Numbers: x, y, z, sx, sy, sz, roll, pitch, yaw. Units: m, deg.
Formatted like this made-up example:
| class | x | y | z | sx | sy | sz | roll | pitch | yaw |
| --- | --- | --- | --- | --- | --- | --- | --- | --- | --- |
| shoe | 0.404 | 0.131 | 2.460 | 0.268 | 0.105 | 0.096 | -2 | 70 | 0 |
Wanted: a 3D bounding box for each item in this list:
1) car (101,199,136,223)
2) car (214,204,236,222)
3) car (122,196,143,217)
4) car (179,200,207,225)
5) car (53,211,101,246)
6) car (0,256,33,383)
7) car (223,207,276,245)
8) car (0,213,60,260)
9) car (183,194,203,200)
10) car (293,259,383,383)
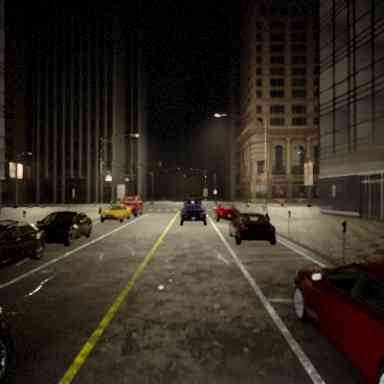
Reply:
| class | x | y | z | sx | sy | sz | roll | pitch | yaw |
| --- | --- | --- | --- | --- | --- | --- | --- | --- | --- |
| car | -5.858 | 1.548 | 25.967 | 1.752 | 1.417 | 4.829 | 0 | 0 | 0 |
| car | 2.666 | 1.568 | 26.137 | 1.887 | 1.381 | 4.507 | 0 | 0 | 0 |
| car | -5.859 | 1.351 | 31.597 | 2.192 | 1.841 | 5.009 | 0 | 0 | 0 |
| car | 0.079 | 1.544 | 24.112 | 1.812 | 1.442 | 4.674 | 0 | 0 | -1 |
| car | -5.855 | 1.570 | 15.219 | 1.947 | 1.339 | 4.313 | 1 | 0 | 0 |
| car | -3.100 | 1.563 | 2.238 | 1.994 | 1.385 | 4.181 | 0 | 0 | 0 |
| car | 2.669 | 1.587 | 15.218 | 1.802 | 1.307 | 4.206 | 0 | 0 | 0 |
| car | -5.853 | 1.551 | 9.760 | 2.008 | 1.369 | 4.403 | 1 | 0 | 0 |
| car | 0.089 | 1.273 | 40.026 | 2.150 | 2.045 | 5.566 | 0 | 0 | 0 |
| car | 2.674 | 1.544 | 4.298 | 1.887 | 1.381 | 4.507 | 1 | 0 | 0 |
